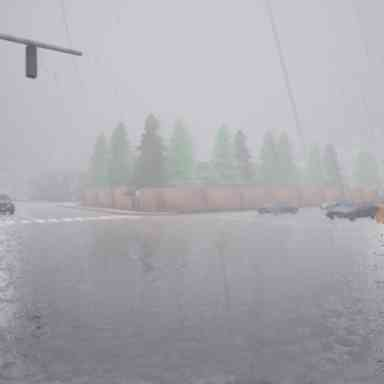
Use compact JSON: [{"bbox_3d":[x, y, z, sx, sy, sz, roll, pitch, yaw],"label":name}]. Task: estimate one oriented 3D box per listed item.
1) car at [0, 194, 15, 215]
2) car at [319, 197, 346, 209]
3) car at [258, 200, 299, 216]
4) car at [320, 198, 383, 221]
[{"bbox_3d":[-19.039,1.206,32.627,2.150,2.045,5.566,0,0,-39],"label":"car"},{"bbox_3d":[16.137,1.321,36.979,4.902,1.511,2.128,-1,0,-35],"label":"car"},{"bbox_3d":[8.133,1.443,31.277,4.181,1.385,1.994,0,0,-35],"label":"car"},{"bbox_3d":[12.660,1.424,25.911,5.357,1.411,2.033,0,0,-35],"label":"car"}]
